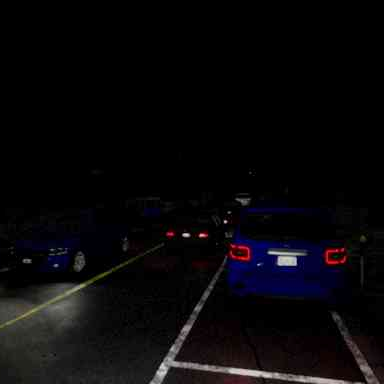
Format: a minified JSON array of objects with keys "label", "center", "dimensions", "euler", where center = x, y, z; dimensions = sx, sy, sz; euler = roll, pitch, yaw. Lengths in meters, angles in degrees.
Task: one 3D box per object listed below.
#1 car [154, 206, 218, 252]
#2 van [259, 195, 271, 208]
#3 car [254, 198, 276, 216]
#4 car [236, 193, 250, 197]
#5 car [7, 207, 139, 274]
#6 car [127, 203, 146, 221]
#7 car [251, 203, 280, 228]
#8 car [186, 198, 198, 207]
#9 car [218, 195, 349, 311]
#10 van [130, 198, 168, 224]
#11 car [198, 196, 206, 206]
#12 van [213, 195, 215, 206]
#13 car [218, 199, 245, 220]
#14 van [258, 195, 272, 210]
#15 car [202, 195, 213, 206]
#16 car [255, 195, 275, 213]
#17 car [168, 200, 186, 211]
[{"label":"car","center":[0.330,1.537,13.893],"dimensions":[2.033,1.411,5.357],"euler":[0,0,12]},{"label":"van","center":[10.784,1.333,49.232],"dimensions":[1.690,1.788,3.998],"euler":[0,0,12]},{"label":"car","center":[7.297,1.431,33.296],"dimensions":[1.967,1.590,4.097],"euler":[0,0,12]},{"label":"car","center":[6.746,1.208,43.233],"dimensions":[2.150,2.045,5.566],"euler":[0,0,12]},{"label":"car","center":[-3.622,1.463,10.814],"dimensions":[1.882,1.535,5.008],"euler":[0,0,12]},{"label":"car","center":[-4.517,1.544,19.182],"dimensions":[1.947,1.339,4.313],"euler":[0,0,12]},{"label":"car","center":[5.009,1.518,22.838],"dimensions":[1.752,1.417,4.829],"euler":[0,0,12]},{"label":"car","center":[-1.031,1.542,35.118],"dimensions":[1.947,1.339,4.313],"euler":[0,0,12]},{"label":"car","center":[2.127,1.217,8.049],"dimensions":[2.150,2.045,5.566],"euler":[0,0,12]},{"label":"van","center":[-3.355,1.318,24.494],"dimensions":[1.690,1.788,3.998],"euler":[0,0,12]},{"label":"car","center":[0.095,1.501,40.264],"dimensions":[1.752,1.417,4.829],"euler":[0,0,12]},{"label":"van","center":[2.456,1.318,51.054],"dimensions":[1.690,1.788,3.998],"euler":[0,0,12]},{"label":"car","center":[3.495,1.464,28.850],"dimensions":[1.882,1.535,5.008],"euler":[0,0,12]},{"label":"van","center":[9.622,1.333,43.920],"dimensions":[1.690,1.788,3.998],"euler":[0,0,12]},{"label":"car","center":[1.293,1.416,45.742],"dimensions":[1.967,1.590,4.097],"euler":[0,0,12]},{"label":"car","center":[8.459,1.306,38.608],"dimensions":[2.192,1.841,5.009],"euler":[0,0,12]},{"label":"car","center":[-2.229,1.502,29.640],"dimensions":[1.752,1.417,4.829],"euler":[0,0,12]}]
